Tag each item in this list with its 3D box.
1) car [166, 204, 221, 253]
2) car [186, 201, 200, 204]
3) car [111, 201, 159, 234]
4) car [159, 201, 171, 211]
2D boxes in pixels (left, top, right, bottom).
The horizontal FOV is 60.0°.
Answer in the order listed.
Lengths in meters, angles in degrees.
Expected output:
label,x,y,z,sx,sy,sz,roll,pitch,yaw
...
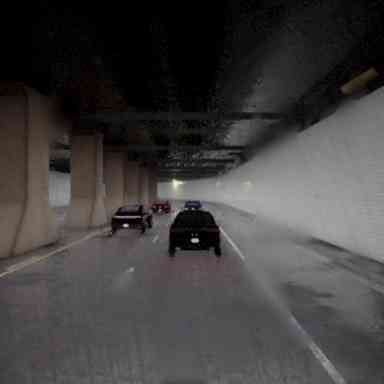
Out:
label,x,y,z,sx,sy,sz,roll,pitch,yaw
car,0.104,1.486,13.700,1.882,1.535,5.008,0,0,0
car,0.109,1.568,32.141,2.033,1.411,5.357,0,0,0
car,-3.394,1.504,19.488,2.128,1.511,4.902,0,0,0
car,-3.389,1.625,37.560,1.895,1.301,4.718,0,0,0
